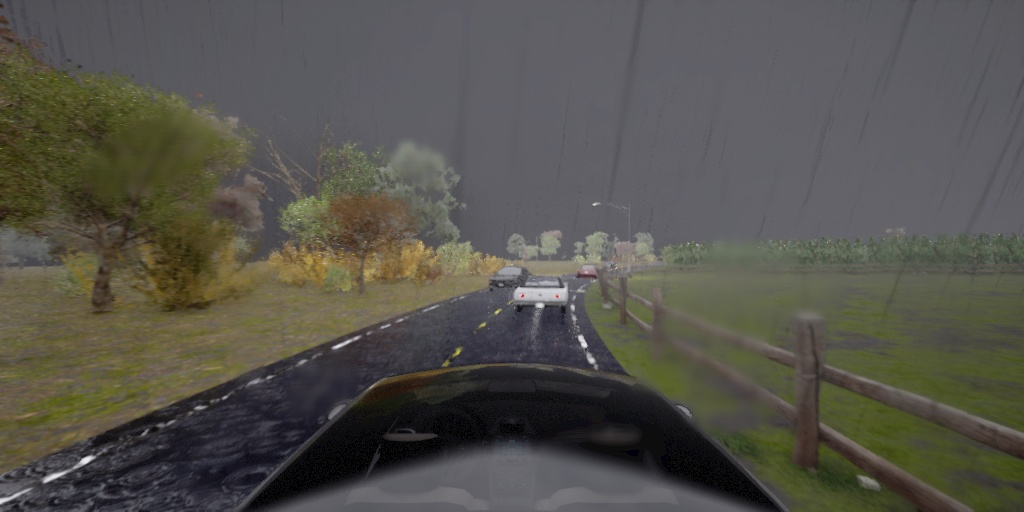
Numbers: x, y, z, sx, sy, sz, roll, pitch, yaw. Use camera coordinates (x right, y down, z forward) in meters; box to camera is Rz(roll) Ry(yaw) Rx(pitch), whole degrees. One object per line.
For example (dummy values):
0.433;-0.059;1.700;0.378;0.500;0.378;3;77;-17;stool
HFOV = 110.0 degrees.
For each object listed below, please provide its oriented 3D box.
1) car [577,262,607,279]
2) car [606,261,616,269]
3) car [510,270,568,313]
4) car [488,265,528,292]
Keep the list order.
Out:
7.898;1.524;36.004;1.994;1.385;4.181;0;0;24;car
16.187;1.552;59.667;2.128;1.511;4.902;0;0;27;car
1.322;1.432;14.613;1.895;1.301;4.718;0;0;9;car
0.007;1.351;22.501;1.882;1.535;5.008;0;0;15;car
